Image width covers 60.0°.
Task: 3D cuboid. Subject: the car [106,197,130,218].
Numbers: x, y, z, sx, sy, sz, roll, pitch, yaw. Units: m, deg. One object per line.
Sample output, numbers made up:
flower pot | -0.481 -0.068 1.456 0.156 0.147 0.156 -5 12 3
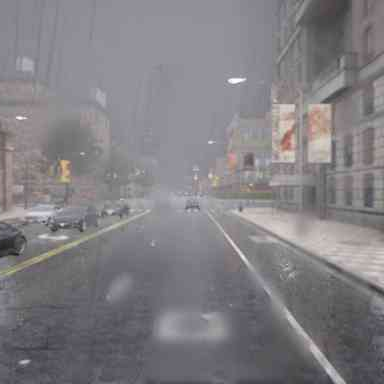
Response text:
car | -7.003 1.551 30.893 2.128 1.511 4.902 0 0 0

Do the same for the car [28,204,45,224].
car | -10.413 1.606 23.847 1.812 1.442 4.674 0 0 0

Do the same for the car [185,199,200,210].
car | 0.053 1.652 45.378 2.033 1.411 5.357 0 0 0

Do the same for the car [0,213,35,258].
car | -7.060 1.577 10.504 1.994 1.385 4.181 0 0 1

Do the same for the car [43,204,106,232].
car | -7.025 1.541 20.483 1.837 1.490 4.892 0 0 0

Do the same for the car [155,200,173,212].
car | -3.416 1.635 40.448 2.033 1.411 5.357 0 0 0
